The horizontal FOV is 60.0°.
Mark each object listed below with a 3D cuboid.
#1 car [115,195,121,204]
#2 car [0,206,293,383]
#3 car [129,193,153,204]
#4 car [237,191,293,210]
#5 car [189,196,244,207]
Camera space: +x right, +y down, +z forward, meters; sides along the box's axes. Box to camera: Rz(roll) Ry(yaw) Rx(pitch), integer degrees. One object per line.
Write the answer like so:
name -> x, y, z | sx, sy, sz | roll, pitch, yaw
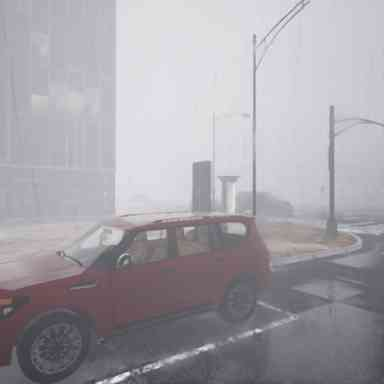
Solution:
car -> -12.164, 0.765, 48.676 | 2.097, 1.767, 4.553 | 0, 1, -36
car -> -0.818, 1.314, 5.592 | 5.009, 1.841, 2.192 | 0, 0, -35
car -> -7.389, 0.970, 47.642 | 1.837, 1.490, 4.892 | 0, 0, -36
car -> 6.127, 0.966, 29.312 | 2.150, 2.045, 5.566 | 0, 1, -36
car -> 1.778, 1.251, 29.727 | 2.033, 1.411, 5.357 | 0, 1, -36
